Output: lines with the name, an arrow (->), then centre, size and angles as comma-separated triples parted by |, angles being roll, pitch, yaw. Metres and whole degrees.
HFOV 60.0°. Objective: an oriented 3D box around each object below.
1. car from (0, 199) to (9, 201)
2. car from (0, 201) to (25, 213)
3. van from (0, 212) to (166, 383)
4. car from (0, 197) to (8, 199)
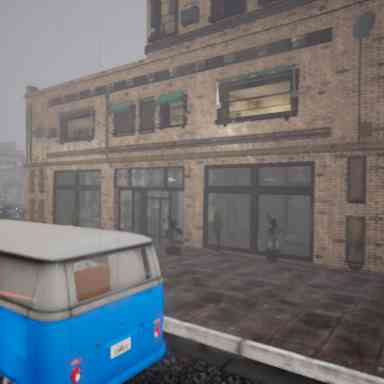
car -> -19.941, 1.727, 34.272 | 1.895, 1.301, 4.718 | 1, 0, 36
car -> -15.382, 1.783, 30.700 | 1.947, 1.339, 4.313 | 0, 0, 36
van -> -2.226, 1.339, 4.443 | 3.998, 1.788, 1.690 | 0, 1, 36
car -> -22.139, 1.398, 35.652 | 2.192, 1.841, 5.009 | 0, 0, 36
